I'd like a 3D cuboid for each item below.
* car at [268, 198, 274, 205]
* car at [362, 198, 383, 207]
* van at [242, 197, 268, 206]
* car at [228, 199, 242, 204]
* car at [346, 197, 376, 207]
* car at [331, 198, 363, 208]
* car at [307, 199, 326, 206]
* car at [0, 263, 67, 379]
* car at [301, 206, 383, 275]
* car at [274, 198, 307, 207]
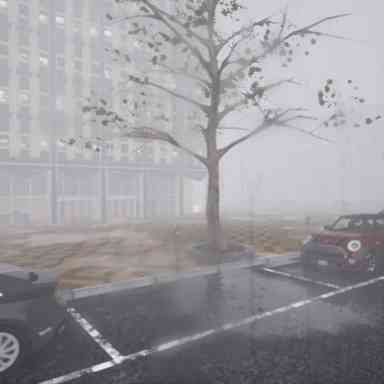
[{"bbox_3d":[17.303,1.996,73.731,1.967,1.590,4.097,-2,0,-36],"label":"car"},{"bbox_3d":[26.750,1.782,46.186,2.008,1.369,4.403,-2,0,-36],"label":"car"},{"bbox_3d":[12.476,1.928,66.051,1.690,1.788,3.998,-2,0,-36],"label":"van"},{"bbox_3d":[10.768,2.301,82.748,1.802,1.307,4.206,-2,0,-36],"label":"car"},{"bbox_3d":[29.163,1.702,57.575,1.967,1.590,4.097,-2,0,-36],"label":"car"},{"bbox_3d":[23.482,1.863,50.696,2.008,1.369,4.403,-2,0,-36],"label":"car"},{"bbox_3d":[23.902,1.974,64.756,1.802,1.307,4.206,-2,0,-36],"label":"car"},{"bbox_3d":[-3.793,1.553,3.862,4.403,1.369,2.008,0,0,-36],"label":"car"},{"bbox_3d":[5.205,1.414,10.285,4.097,1.590,1.967,0,0,-36],"label":"car"},{"bbox_3d":[17.400,2.008,59.168,1.887,1.381,4.507,-2,0,-36],"label":"car"}]
